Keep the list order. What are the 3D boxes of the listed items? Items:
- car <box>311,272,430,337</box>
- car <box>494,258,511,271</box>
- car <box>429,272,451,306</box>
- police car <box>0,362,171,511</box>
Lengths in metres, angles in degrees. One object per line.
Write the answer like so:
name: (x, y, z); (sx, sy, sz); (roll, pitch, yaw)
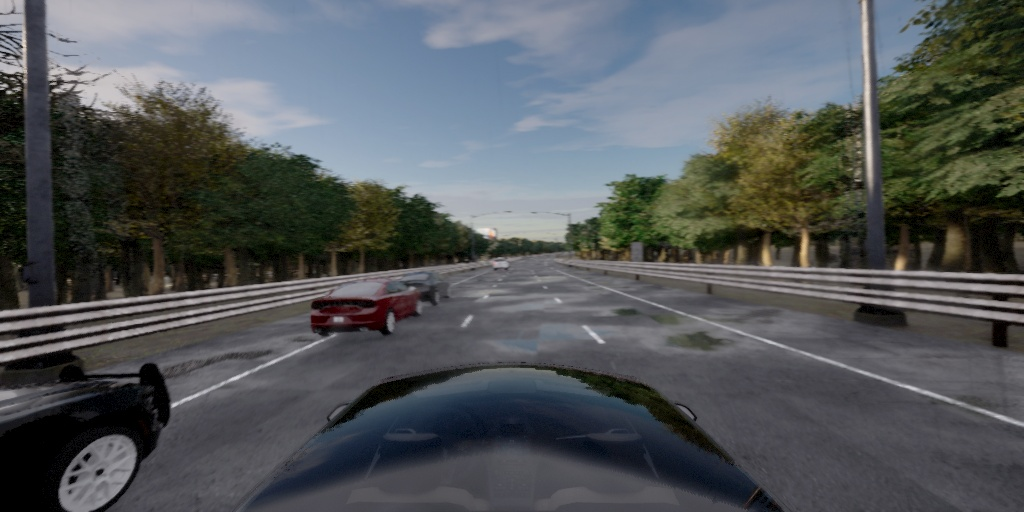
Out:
car: (-4.258, 1.430, 11.324); (1.882, 1.535, 5.008); (-2, 0, 0)
car: (-1.797, 1.386, 59.981); (2.150, 2.045, 5.566); (-2, -1, 3)
car: (-4.201, 1.493, 17.321); (1.837, 1.490, 4.892); (-2, 0, 1)
police car: (-4.290, 1.319, 1.435); (1.930, 1.638, 5.238); (-2, 0, 0)
